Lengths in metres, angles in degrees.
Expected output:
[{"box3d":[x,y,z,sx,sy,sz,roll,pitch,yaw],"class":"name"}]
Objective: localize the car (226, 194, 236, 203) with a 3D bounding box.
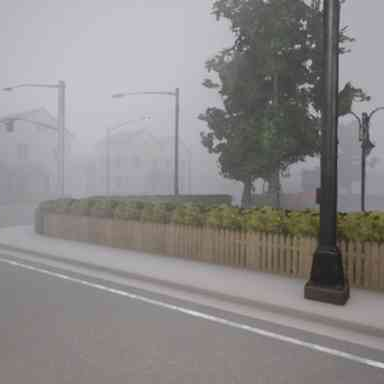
[{"box3d":[5.708,1.042,57.002,1.882,1.535,5.008,1,0,35],"class":"car"}]
